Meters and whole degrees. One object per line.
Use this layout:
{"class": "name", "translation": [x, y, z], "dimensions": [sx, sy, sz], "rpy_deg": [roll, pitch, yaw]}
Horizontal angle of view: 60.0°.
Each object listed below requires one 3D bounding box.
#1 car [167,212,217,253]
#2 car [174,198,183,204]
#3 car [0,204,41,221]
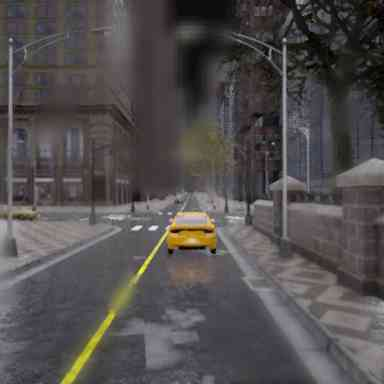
{"class": "car", "translation": [0.003, 1.615, 14.473], "dimensions": [1.882, 1.535, 5.008], "rpy_deg": [0, 0, 0]}
{"class": "car", "translation": [-3.016, 1.977, 74.959], "dimensions": [1.994, 1.385, 4.181], "rpy_deg": [0, 0, 0]}
{"class": "car", "translation": [-14.938, 1.654, 27.169], "dimensions": [4.829, 1.417, 1.752], "rpy_deg": [1, -1, 0]}
